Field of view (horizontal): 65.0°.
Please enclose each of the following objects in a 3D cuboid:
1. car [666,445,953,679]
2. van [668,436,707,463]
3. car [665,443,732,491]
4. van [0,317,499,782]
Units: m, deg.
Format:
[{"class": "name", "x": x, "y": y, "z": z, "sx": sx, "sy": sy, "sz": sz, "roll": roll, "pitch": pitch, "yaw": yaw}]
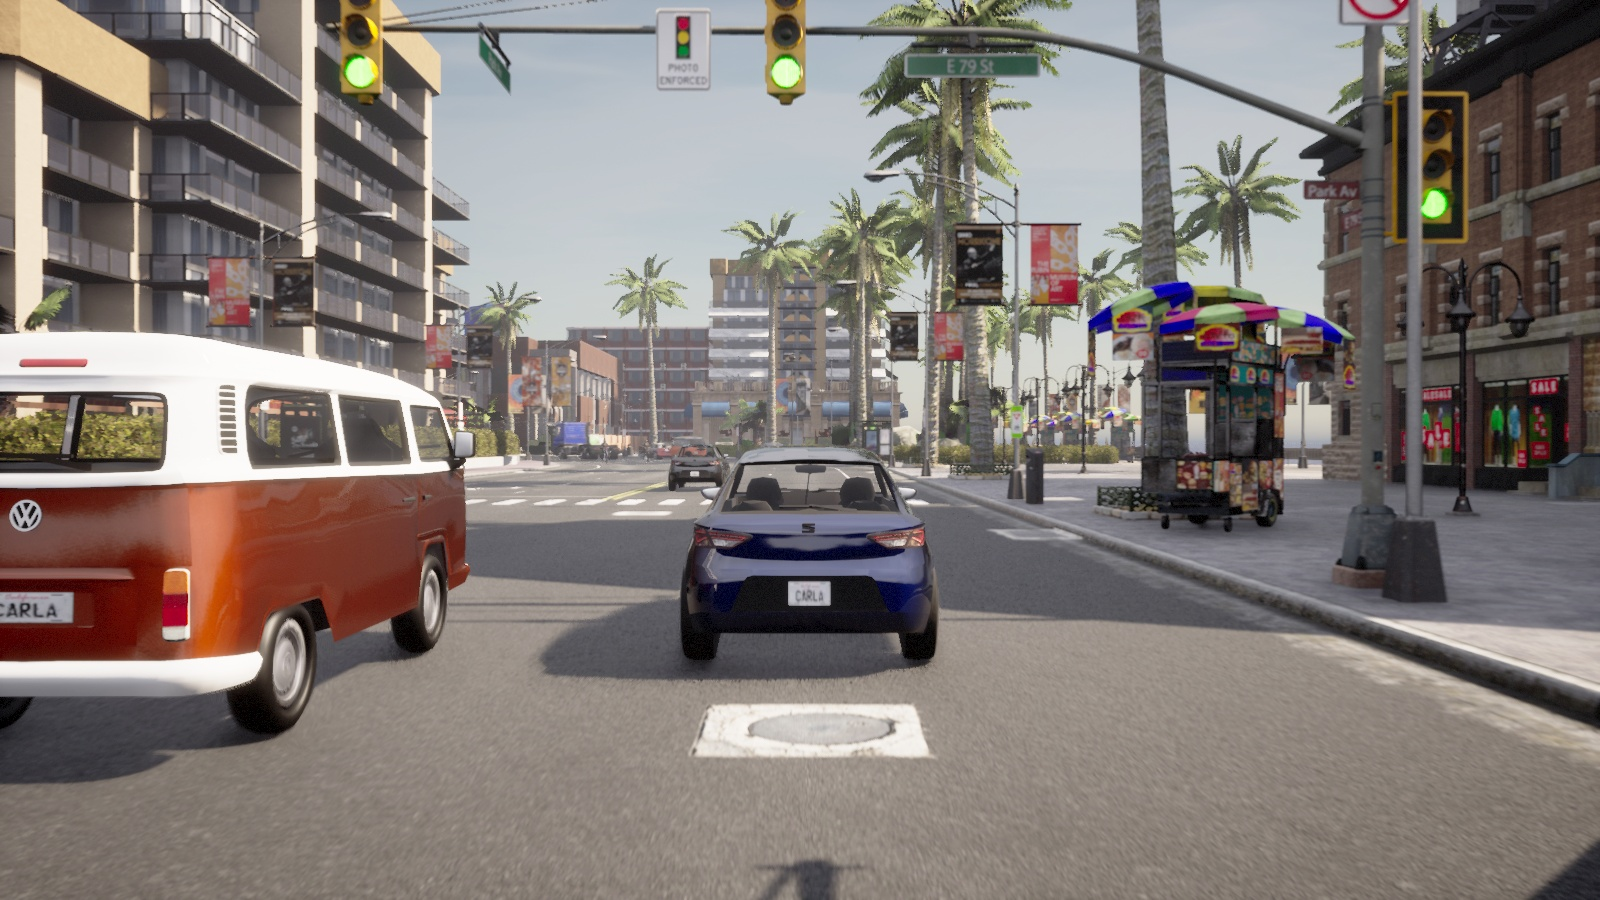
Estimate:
[{"class": "car", "x": 0.073, "y": 0.703, "z": 10.051, "sx": 1.816, "sy": 1.474, "sz": 4.193, "roll": 0, "pitch": 0, "yaw": 0}, {"class": "van", "x": -8.699, "y": -0.053, "z": 96.760, "sx": 1.775, "sy": 1.987, "sz": 4.442, "roll": 0, "pitch": 0, "yaw": -22}, {"class": "car", "x": -3.251, "y": 0.526, "z": 41.022, "sx": 1.816, "sy": 1.474, "sz": 4.193, "roll": 0, "pitch": 0, "yaw": 0}, {"class": "van", "x": -3.441, "y": 0.423, "z": 7.752, "sx": 2.069, "sy": 2.038, "sz": 4.480, "roll": 0, "pitch": 0, "yaw": 0}]
